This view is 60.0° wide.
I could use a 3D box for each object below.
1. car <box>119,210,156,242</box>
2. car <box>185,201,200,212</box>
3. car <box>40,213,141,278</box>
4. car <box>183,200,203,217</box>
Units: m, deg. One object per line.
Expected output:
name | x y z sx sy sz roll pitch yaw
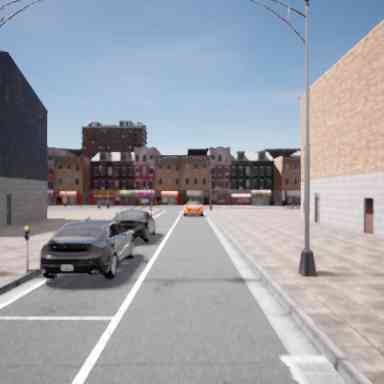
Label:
car | -3.000 1.664 17.448 1.882 1.535 5.008 0 -1 0
car | 0.145 2.047 47.380 1.812 1.442 4.674 0 -1 4
car | -3.011 1.615 10.447 1.837 1.490 4.892 0 -1 0
car | 0.113 1.759 37.232 2.097 1.767 4.553 0 -1 -2
